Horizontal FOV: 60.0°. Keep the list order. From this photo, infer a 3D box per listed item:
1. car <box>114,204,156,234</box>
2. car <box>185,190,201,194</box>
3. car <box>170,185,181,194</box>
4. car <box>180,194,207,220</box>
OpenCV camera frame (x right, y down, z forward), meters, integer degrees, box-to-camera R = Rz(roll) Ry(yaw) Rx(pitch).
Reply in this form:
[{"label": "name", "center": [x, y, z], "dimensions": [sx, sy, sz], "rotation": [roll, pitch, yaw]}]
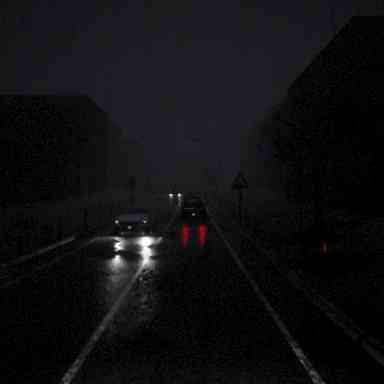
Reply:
[{"label": "car", "center": [-3.090, 1.439, 18.791], "dimensions": [1.812, 1.442, 4.674], "rotation": [0, 1, 0]}, {"label": "car", "center": [0.105, 0.521, 42.785], "dimensions": [2.128, 1.511, 4.902], "rotation": [0, 3, 0]}, {"label": "car", "center": [-2.940, -0.495, 60.271], "dimensions": [1.837, 1.490, 4.892], "rotation": [0, 3, 2]}, {"label": "car", "center": [0.104, 1.236, 25.354], "dimensions": [2.128, 1.511, 4.902], "rotation": [0, 2, 0]}]
